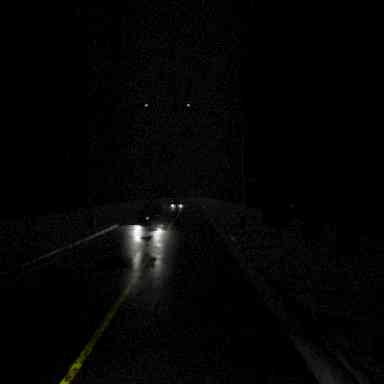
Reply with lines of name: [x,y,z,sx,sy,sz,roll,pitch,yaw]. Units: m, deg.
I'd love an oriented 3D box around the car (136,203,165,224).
car: [-3.092,1.605,25.454,1.837,1.490,4.892,0,0,0]

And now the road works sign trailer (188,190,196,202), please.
road works sign trailer: [0.020,1.002,95.095,2.380,3.560,2.880,0,0,0]

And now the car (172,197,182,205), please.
car: [-2.993,1.830,66.837,1.837,1.490,4.892,0,0,0]
